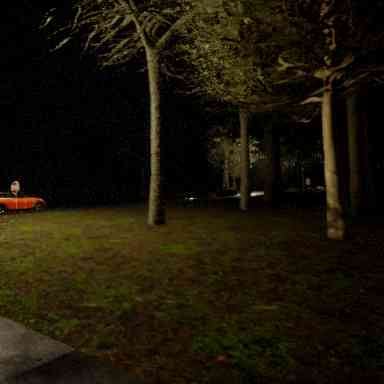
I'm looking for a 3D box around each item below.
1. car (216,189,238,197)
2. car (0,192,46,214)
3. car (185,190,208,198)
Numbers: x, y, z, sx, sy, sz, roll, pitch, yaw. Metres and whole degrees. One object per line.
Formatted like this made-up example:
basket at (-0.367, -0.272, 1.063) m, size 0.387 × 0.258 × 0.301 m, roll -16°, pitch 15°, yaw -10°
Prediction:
car at (6.038, 0.189, 56.765) m, size 1.895 × 1.301 × 4.718 m, roll -3°, pitch 1°, yaw 33°
car at (-14.319, 0.795, 26.979) m, size 2.097 × 1.767 × 4.553 m, roll -3°, pitch -1°, yaw 34°
car at (0.961, 0.348, 61.681) m, size 2.033 × 1.411 × 5.357 m, roll -3°, pitch 1°, yaw 34°
